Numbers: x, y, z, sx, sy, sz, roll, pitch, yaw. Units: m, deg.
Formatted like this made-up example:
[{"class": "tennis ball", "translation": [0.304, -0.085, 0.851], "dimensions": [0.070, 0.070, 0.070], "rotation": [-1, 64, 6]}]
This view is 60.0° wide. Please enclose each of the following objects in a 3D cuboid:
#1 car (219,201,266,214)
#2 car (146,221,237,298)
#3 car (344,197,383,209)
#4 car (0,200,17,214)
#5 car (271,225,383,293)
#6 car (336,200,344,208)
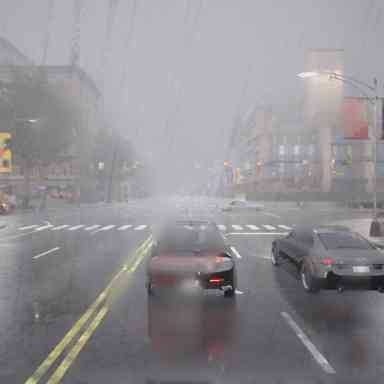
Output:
[{"class": "car", "translation": [5.226, 1.601, 34.781], "dimensions": [4.718, 1.301, 1.895], "rotation": [0, 0, 0]}, {"class": "car", "translation": [-0.020, 1.492, 8.530], "dimensions": [2.128, 1.511, 4.902], "rotation": [0, 0, 0]}, {"class": "car", "translation": [23.014, 1.478, 43.096], "dimensions": [5.008, 1.535, 1.882], "rotation": [0, 0, 0]}, {"class": "car", "translation": [-20.764, 1.352, 34.599], "dimensions": [4.553, 1.767, 2.097], "rotation": [0, 0, 0]}, {"class": "car", "translation": [3.479, 1.564, 8.867], "dimensions": [1.994, 1.385, 4.181], "rotation": [0, 0, 0]}, {"class": "car", "translation": [22.793, 1.492, 46.591], "dimensions": [4.902, 1.511, 2.128], "rotation": [0, 0, 0]}]
